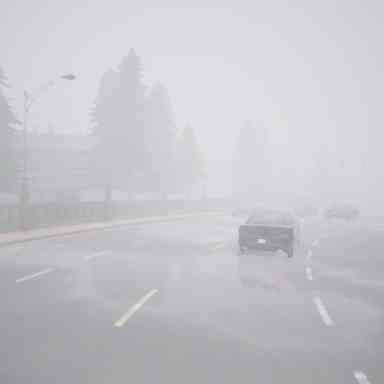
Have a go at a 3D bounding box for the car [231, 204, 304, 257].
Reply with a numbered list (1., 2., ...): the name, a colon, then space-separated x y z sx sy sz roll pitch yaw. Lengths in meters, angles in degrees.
1. car: 3.204 1.476 13.217 1.882 1.535 5.008 1 0 22

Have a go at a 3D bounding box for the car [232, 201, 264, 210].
1. car: 5.353 1.512 30.106 1.812 1.442 4.674 1 0 37

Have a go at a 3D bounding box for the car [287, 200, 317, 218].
1. car: 9.934 1.518 30.339 2.128 1.511 4.902 1 0 38

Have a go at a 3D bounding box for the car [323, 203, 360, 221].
1. car: 12.489 1.601 27.614 2.033 1.411 5.357 1 0 37

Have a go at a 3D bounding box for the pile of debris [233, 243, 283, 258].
1. pile of debris: 2.508 2.172 12.432 1.500 0.140 1.860 1 0 22
